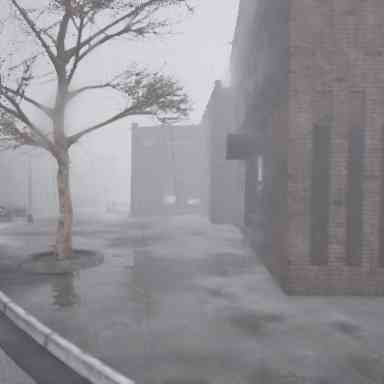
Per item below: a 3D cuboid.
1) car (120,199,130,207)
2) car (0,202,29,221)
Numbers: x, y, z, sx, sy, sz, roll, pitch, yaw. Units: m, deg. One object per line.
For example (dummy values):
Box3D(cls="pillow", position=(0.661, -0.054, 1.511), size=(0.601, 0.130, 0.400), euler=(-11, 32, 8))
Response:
Box3D(cls="car", position=(-11.917, 2.118, 63.983), size=(1.882, 1.535, 5.008), euler=(1, -1, 20))
Box3D(cls="car", position=(-16.069, 1.665, 29.284), size=(2.128, 1.511, 4.902), euler=(1, -1, -6))
